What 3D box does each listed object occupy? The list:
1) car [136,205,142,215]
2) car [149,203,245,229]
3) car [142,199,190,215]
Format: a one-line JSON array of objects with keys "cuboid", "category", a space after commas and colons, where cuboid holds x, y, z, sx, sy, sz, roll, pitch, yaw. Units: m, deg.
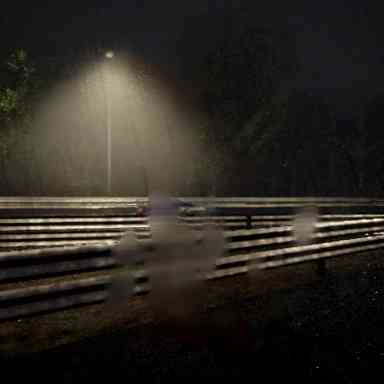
[{"cuboid": [-1.336, 1.245, 24.013, 5.357, 1.411, 2.033, 0, 1, -14], "category": "car"}, {"cuboid": [0.385, 1.432, 17.232, 4.718, 1.301, 1.895, 0, 1, -14], "category": "car"}, {"cuboid": [-0.483, 1.290, 20.619, 4.674, 1.442, 1.812, 0, 1, -14], "category": "car"}]
